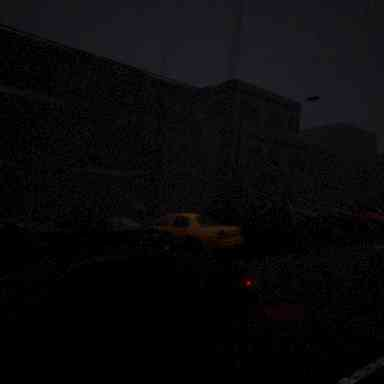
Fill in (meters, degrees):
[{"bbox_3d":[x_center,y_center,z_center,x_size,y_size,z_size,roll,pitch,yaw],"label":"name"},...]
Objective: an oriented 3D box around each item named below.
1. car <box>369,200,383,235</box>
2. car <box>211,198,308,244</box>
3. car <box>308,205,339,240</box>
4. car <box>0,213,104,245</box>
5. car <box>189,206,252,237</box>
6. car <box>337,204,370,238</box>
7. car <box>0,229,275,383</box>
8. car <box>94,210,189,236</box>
[{"bbox_3d":[9.172,1.508,20.034,4.553,1.767,2.185,-1,-1,35],"label":"car"},{"bbox_3d":[1.935,1.278,14.990,5.566,2.045,2.435,-1,-1,35],"label":"car"},{"bbox_3d":[4.357,1.557,16.663,4.892,1.521,2.231,-1,-1,35],"label":"car"},{"bbox_3d":[-5.207,1.473,9.871,5.008,1.535,2.097,-1,-1,35],"label":"car"},{"bbox_3d":[-0.582,1.502,13.382,5.366,1.575,1.946,-1,-1,35],"label":"car"},{"bbox_3d":[6.757,1.595,18.358,4.892,1.521,2.231,-1,-1,35],"label":"car"},{"bbox_3d":[-1.433,1.551,4.809,5.357,1.411,2.033,0,0,-35],"label":"car"},{"bbox_3d":[-2.826,1.487,11.581,5.008,1.535,2.097,-1,-1,35],"label":"car"}]
